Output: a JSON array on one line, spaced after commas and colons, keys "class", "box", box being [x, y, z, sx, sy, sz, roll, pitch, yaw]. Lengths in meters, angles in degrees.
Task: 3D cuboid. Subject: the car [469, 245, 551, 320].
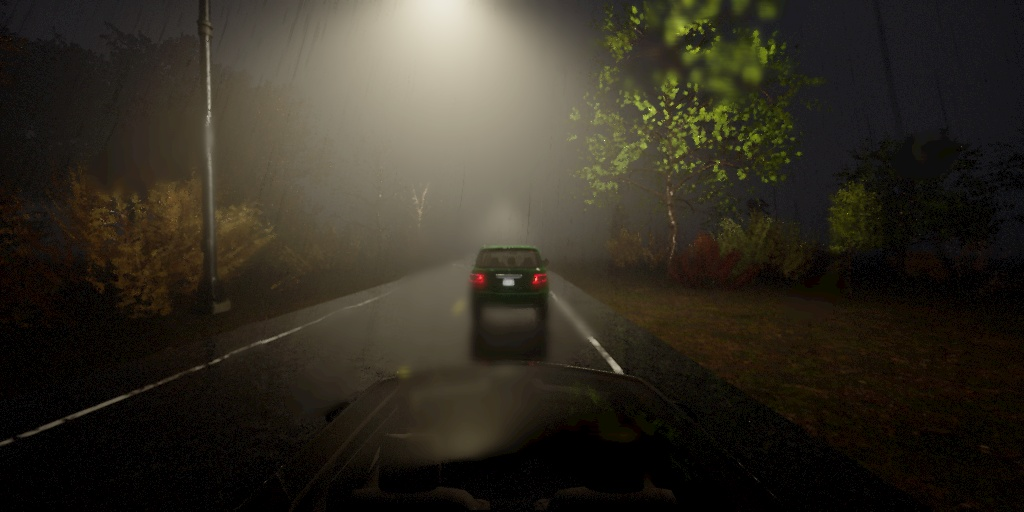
[{"class": "car", "box": [0.018, 0.682, 11.434, 2.150, 2.045, 5.566, 0, 1, 2]}]

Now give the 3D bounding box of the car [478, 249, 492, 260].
[{"class": "car", "box": [-3.987, -0.313, 53.414, 1.882, 1.535, 5.008, 0, 2, -3]}]
